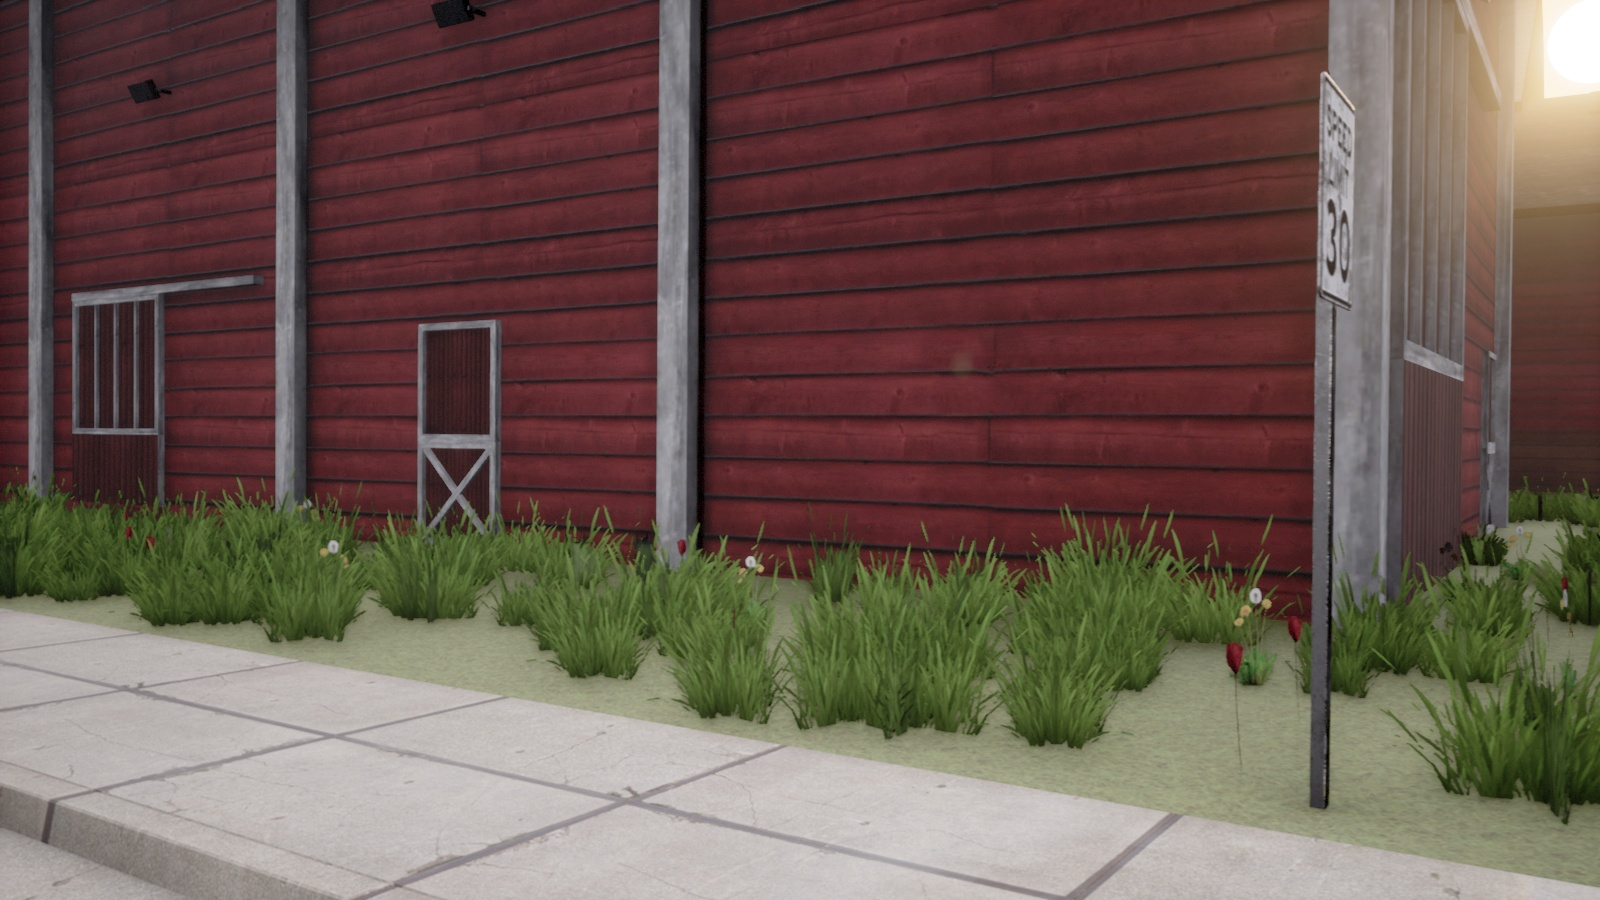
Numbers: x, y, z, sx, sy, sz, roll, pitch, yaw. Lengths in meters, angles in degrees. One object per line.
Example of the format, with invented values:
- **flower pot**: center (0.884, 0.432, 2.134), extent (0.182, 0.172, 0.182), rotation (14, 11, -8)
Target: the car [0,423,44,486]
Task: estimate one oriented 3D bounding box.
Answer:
- **car**: center (-27.416, 0.164, 39.749), extent (2.150, 2.045, 5.566), rotation (0, 1, 33)
